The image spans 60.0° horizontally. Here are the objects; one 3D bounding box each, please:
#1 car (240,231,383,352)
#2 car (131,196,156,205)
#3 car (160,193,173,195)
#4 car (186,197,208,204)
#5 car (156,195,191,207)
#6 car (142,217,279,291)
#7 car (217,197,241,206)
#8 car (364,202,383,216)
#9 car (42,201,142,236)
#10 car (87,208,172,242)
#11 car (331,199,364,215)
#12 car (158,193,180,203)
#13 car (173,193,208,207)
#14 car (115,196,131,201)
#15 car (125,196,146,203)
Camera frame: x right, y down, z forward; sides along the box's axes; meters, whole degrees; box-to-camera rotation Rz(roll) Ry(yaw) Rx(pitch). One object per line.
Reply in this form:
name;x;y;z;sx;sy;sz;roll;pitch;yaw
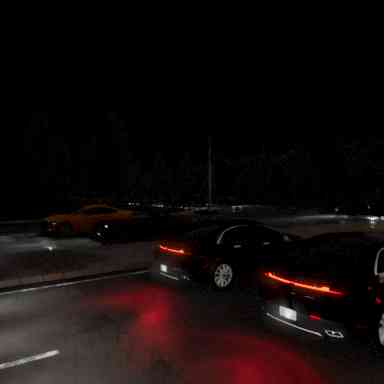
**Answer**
car;3.368;1.504;6.200;4.892;1.490;1.837;0;0;-35
car;-8.360;1.595;57.968;1.895;1.301;4.718;0;0;-35
car;-5.766;1.498;60.377;1.837;1.490;4.892;0;0;-35
car;0.910;1.593;63.065;1.895;1.301;4.718;0;0;-35
car;-2.869;1.542;50.104;2.033;1.411;5.357;0;0;-35
car;1.336;1.504;9.049;4.892;1.490;1.837;0;0;-35
car;6.124;1.518;55.603;1.812;1.442;4.674;0;0;-35
car;18.854;1.540;31.273;5.357;1.411;2.033;0;0;-35
car;-5.606;1.476;18.414;5.008;1.535;1.882;0;0;-35
car;-2.417;1.599;16.390;4.718;1.301;1.895;0;0;-35
car;15.980;1.484;33.542;4.902;1.511;2.128;0;0;-35
car;-5.058;1.217;71.691;2.150;2.045;5.566;0;0;-35
car;-0.105;1.215;52.242;2.150;2.045;5.566;0;0;-36
car;-14.131;1.486;66.311;2.128;1.511;4.902;0;0;-35
car;-11.764;1.533;69.062;2.033;1.411;5.357;0;0;-35
